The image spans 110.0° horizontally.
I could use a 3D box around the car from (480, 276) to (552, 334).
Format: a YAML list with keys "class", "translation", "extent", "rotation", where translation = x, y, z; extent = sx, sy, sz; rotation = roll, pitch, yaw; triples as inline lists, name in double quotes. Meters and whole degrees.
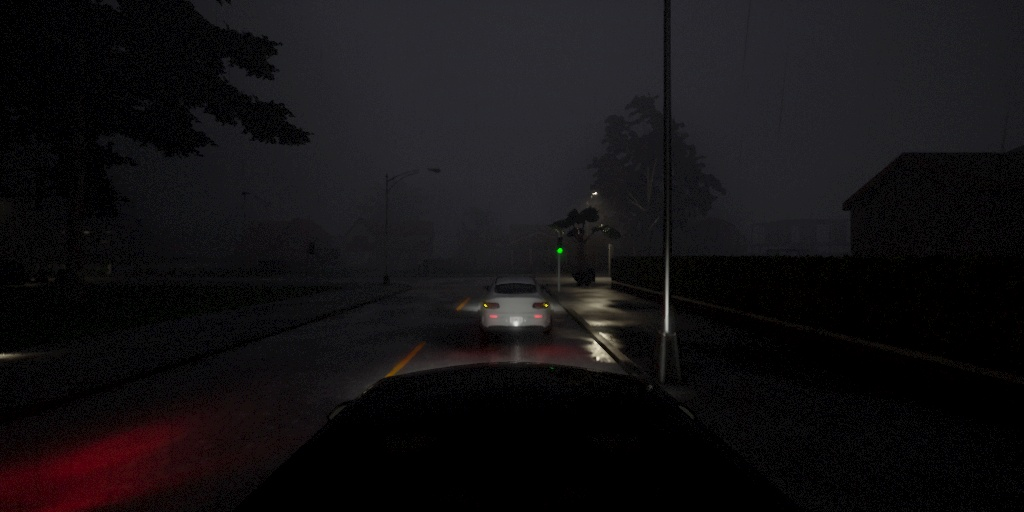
- class: "car"
  translation: [0.097, 1.302, 10.568]
  extent: [1.812, 1.442, 4.674]
  rotation: [0, 0, 0]
